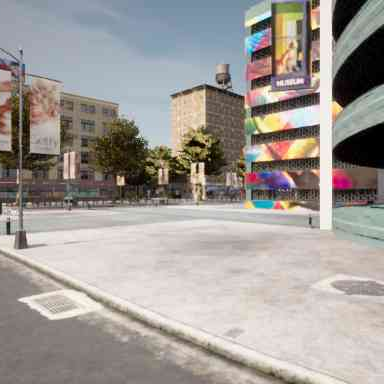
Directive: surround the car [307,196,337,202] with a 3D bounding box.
[{"bbox_3d":[14.979,1.320,39.725,4.674,1.452,2.002,0,0,-44],"label":"car"}]
